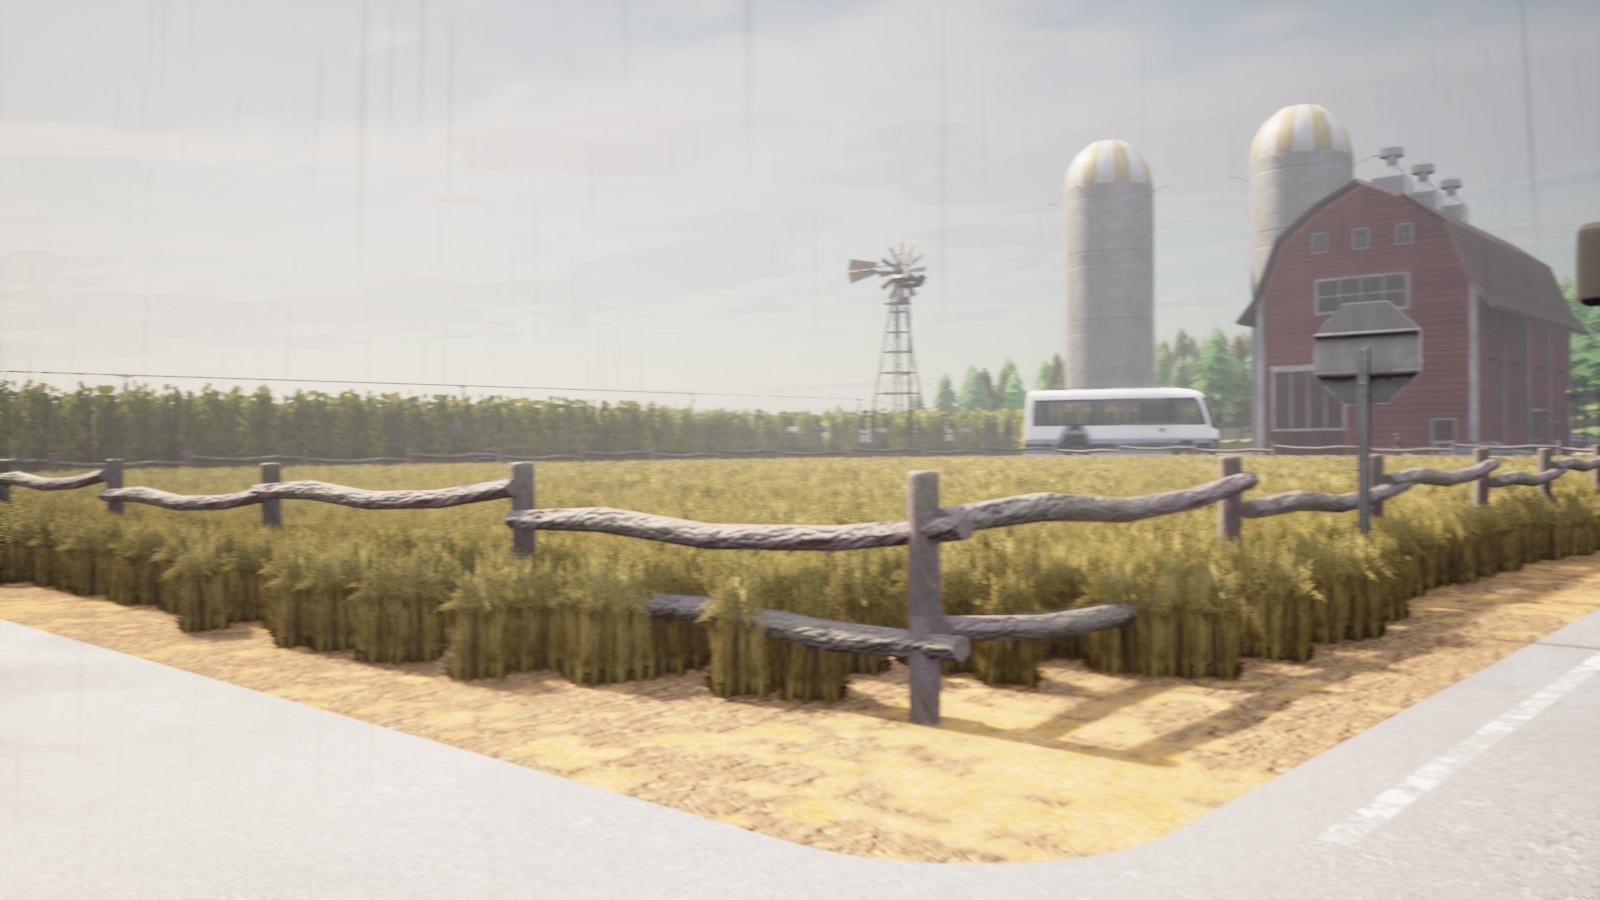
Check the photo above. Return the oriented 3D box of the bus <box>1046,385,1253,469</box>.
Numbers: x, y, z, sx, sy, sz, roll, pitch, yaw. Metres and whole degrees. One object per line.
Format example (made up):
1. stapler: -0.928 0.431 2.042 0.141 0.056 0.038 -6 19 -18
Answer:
1. bus: 18.719 -1.135 67.318 10.273 4.253 3.944 0 0 22

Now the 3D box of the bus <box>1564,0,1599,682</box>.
1. bus: 9.700 -0.746 10.266 3.944 4.253 10.273 0 0 43

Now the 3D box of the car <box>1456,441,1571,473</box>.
1. car: 31.958 0.294 56.271 4.181 1.385 1.994 0 0 39
